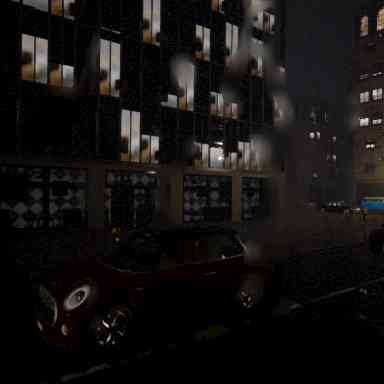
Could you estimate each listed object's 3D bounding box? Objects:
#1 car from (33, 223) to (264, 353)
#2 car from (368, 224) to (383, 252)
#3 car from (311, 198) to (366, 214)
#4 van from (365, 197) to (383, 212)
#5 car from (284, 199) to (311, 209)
[{"bbox_3d":[-0.636,1.441,6.091,4.097,1.590,1.967,0,1,-35],"label":"car"},{"bbox_3d":[8.440,1.567,12.566,4.313,1.339,1.947,0,1,-35],"label":"car"},{"bbox_3d":[15.282,1.620,34.841,2.008,1.369,4.403,0,-1,-35],"label":"car"},{"bbox_3d":[22.168,1.525,39.619,1.690,1.788,3.998,0,-1,-35],"label":"van"},{"bbox_3d":[15.739,1.787,48.873,1.752,1.417,4.829,0,-1,-35],"label":"car"}]
